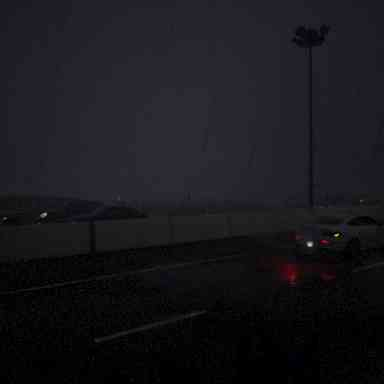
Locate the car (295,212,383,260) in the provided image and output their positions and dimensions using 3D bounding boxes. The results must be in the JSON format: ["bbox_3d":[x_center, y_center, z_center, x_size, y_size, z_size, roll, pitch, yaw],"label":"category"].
[{"bbox_3d":[5.698,1.443,12.131,4.674,1.442,1.812,-1,0,-36],"label":"car"}]

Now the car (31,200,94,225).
[{"bbox_3d":[-7.262,1.310,20.312,4.553,1.767,2.097,-1,0,-36],"label":"car"}]

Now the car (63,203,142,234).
[{"bbox_3d":[-4.527,1.477,17.966,4.674,1.442,1.812,-1,0,-36],"label":"car"}]

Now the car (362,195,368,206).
[{"bbox_3d":[24.348,1.192,47.152,4.553,1.767,2.097,1,0,-35],"label":"car"}]
